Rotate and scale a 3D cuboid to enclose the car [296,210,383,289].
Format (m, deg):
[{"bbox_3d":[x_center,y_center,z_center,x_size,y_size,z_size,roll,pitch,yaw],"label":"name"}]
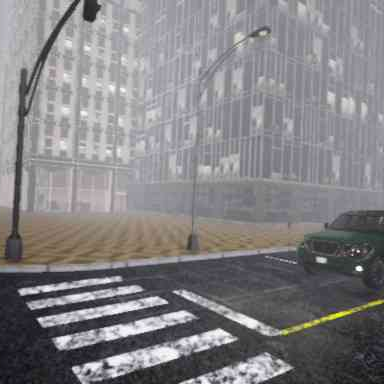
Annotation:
[{"bbox_3d":[5.779,1.621,10.691,5.566,2.045,2.150,3,-1,-36],"label":"car"}]

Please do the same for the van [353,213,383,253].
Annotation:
[{"bbox_3d":[10.257,2.027,17.263,3.998,1.788,1.690,3,-1,-36],"label":"van"}]
